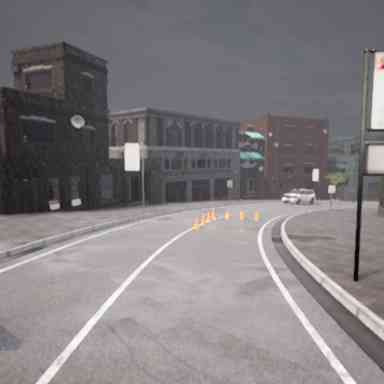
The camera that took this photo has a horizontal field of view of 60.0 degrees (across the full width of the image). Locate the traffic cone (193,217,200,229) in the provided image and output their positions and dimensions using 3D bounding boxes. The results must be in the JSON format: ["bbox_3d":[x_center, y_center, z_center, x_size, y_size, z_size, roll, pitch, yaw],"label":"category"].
[{"bbox_3d":[0.248,1.616,17.377,0.340,0.580,0.340,1,1,12],"label":"traffic cone"}]

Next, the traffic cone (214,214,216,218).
[{"bbox_3d":[1.490,1.506,23.245,0.340,0.580,0.340,2,1,12],"label":"traffic cone"}]

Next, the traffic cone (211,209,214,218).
[{"bbox_3d":[1.077,1.544,21.289,0.340,0.580,0.340,2,1,11],"label":"traffic cone"}]

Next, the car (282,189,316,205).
[{"bbox_3d":[14.175,0.613,43.920,5.566,2.045,2.150,1,3,-41],"label":"car"}]
